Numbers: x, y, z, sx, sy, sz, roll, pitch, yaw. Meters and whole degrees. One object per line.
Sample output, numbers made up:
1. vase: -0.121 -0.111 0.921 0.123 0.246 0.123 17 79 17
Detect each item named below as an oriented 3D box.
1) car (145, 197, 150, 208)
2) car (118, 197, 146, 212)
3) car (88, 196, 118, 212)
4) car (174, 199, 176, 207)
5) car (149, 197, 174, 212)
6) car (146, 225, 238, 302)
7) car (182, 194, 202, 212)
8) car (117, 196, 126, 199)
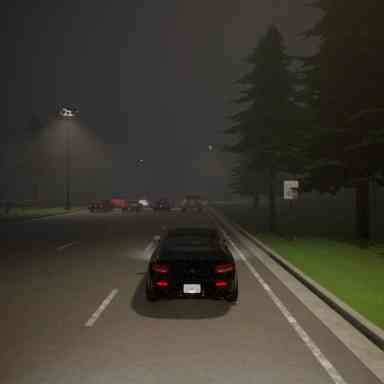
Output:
1. car: -6.991 1.526 49.158 1.812 1.442 4.674 0 0 0
2. car: -6.993 1.601 39.185 1.895 1.301 4.718 0 0 0
3. car: -10.493 1.547 38.739 2.033 1.411 5.357 0 0 0
4. car: -3.491 1.478 49.157 1.882 1.535 5.008 0 0 0
5. car: -3.493 1.564 39.154 1.994 1.385 4.181 0 0 0
6. car: 0.002 1.526 8.124 1.812 1.442 4.674 0 0 0
7. car: 0.007 1.221 38.767 2.150 2.045 5.566 0 0 0
8. car: -10.491 1.352 49.129 2.097 1.767 4.553 0 0 0
